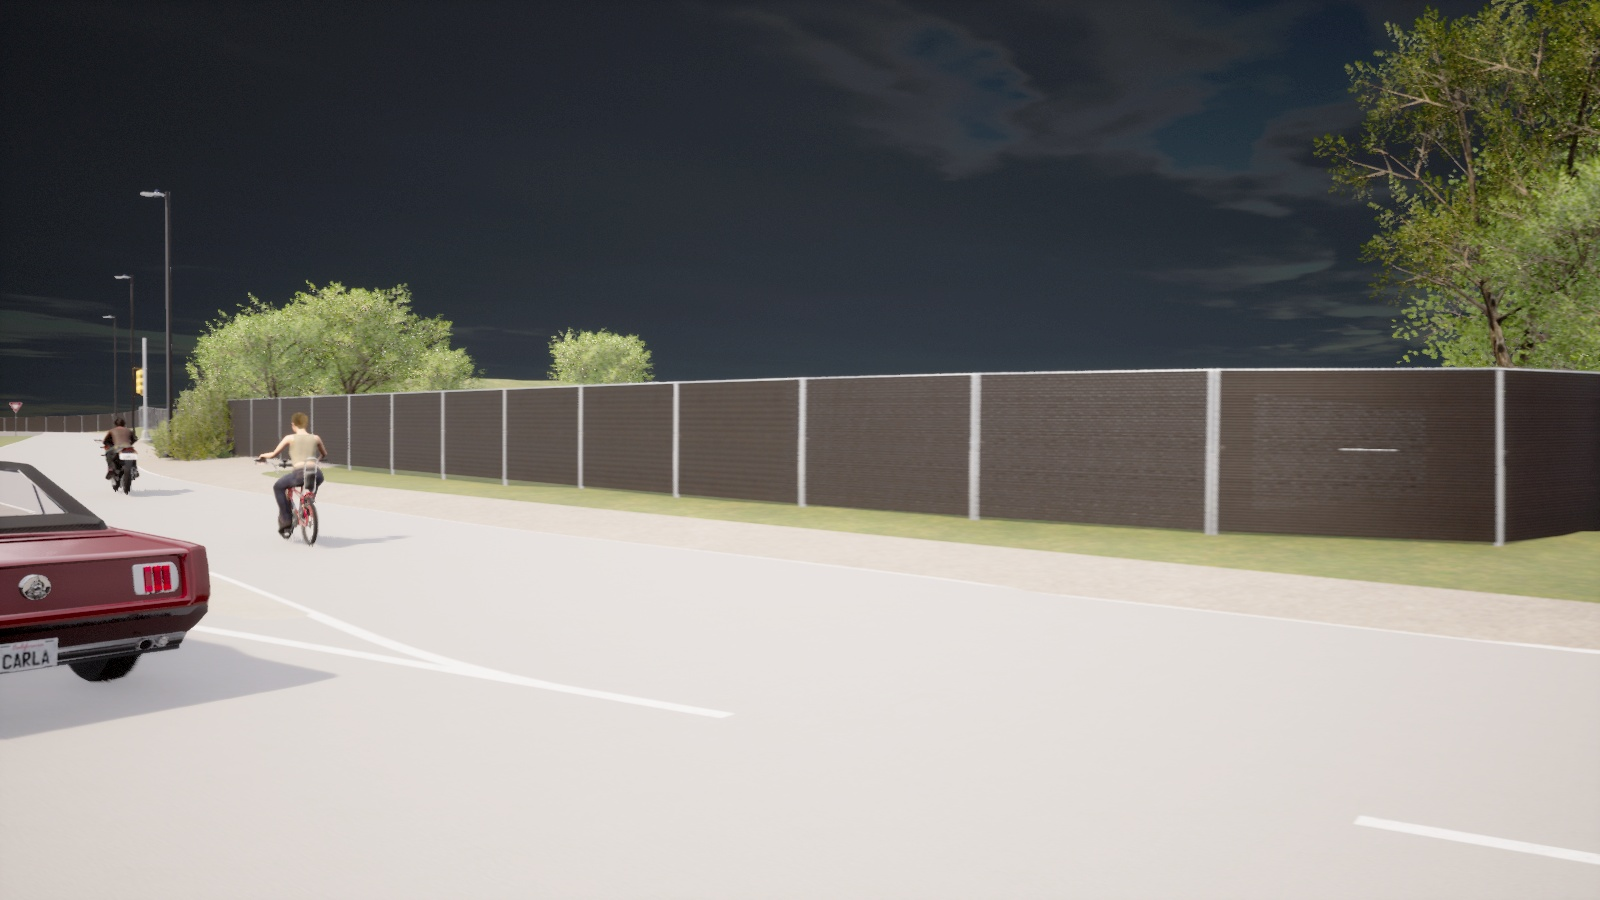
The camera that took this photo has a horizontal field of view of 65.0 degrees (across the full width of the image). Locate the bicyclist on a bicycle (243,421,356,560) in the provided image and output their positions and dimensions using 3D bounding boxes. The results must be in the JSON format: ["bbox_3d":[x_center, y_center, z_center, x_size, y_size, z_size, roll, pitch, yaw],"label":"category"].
[{"bbox_3d":[-6.154,0.457,15.402,0.866,1.612,1.509,-2,2,-39],"label":"bicyclist on a bicycle"}]

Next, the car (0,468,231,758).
[{"bbox_3d":[-5.590,0.783,7.340,4.718,1.301,1.895,0,1,34],"label":"car"}]

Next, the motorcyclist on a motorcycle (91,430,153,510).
[{"bbox_3d":[-13.644,0.370,25.248,0.797,1.523,2.044,-1,1,-36],"label":"motorcyclist on a motorcycle"}]
